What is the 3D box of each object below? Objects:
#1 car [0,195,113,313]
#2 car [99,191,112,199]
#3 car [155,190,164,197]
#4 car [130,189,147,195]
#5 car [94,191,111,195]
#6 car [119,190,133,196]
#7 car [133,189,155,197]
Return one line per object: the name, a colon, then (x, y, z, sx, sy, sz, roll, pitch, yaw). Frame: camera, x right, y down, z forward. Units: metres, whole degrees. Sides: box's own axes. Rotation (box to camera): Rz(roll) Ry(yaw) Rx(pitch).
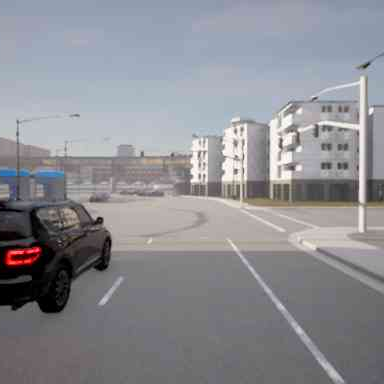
car: (-3.468, 1.189, 7.734, 2.150, 2.045, 5.566, 0, 0, 0)
car: (-17.101, 0.613, 65.682, 1.812, 1.442, 4.674, 0, 1, -23)
car: (-8.247, 0.362, 78.695, 1.837, 1.490, 4.892, -1, 1, -33)
car: (-13.747, 0.086, 85.811, 4.892, 1.490, 1.837, 1, 1, 45)
car: (-13.846, 0.844, 49.764, 1.882, 1.535, 5.008, 0, 1, -2)
car: (-16.646, 0.186, 83.781, 4.674, 1.442, 1.812, 1, 1, 45)
car: (-11.116, 0.422, 76.685, 2.128, 1.511, 4.902, -1, 1, -33)
